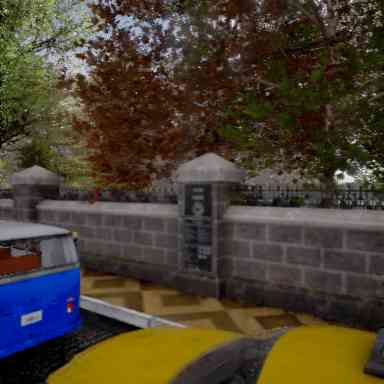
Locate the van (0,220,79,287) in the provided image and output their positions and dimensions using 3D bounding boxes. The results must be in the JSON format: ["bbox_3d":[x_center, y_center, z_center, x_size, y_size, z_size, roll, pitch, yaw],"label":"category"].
[{"bbox_3d":[-3.496,1.323,5.208,3.998,1.788,1.690,0,0,35],"label":"van"}]

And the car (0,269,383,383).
[{"bbox_3d":[0.882,1.524,2.091,4.829,1.417,1.752,0,0,36],"label":"car"}]
